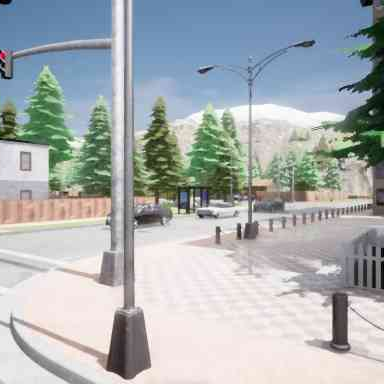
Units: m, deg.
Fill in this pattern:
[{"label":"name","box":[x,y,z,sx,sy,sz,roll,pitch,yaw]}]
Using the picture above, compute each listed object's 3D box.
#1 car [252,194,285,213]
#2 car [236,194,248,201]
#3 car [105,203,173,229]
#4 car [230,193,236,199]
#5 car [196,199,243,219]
[{"label":"car","box":[8.544,1.337,36.763,2.097,1.767,4.553,0,0,38]},{"label":"car","box":[12.935,1.144,77.994,1.932,1.855,4.605,0,0,36]},{"label":"car","box":[-3.267,1.476,21.264,2.128,1.511,4.902,0,0,37]},{"label":"car","box":[10.671,1.146,79.154,1.905,1.878,3.866,0,0,36]},{"label":"car","box":[2.353,1.586,28.654,1.895,1.301,4.718,0,0,37]}]
